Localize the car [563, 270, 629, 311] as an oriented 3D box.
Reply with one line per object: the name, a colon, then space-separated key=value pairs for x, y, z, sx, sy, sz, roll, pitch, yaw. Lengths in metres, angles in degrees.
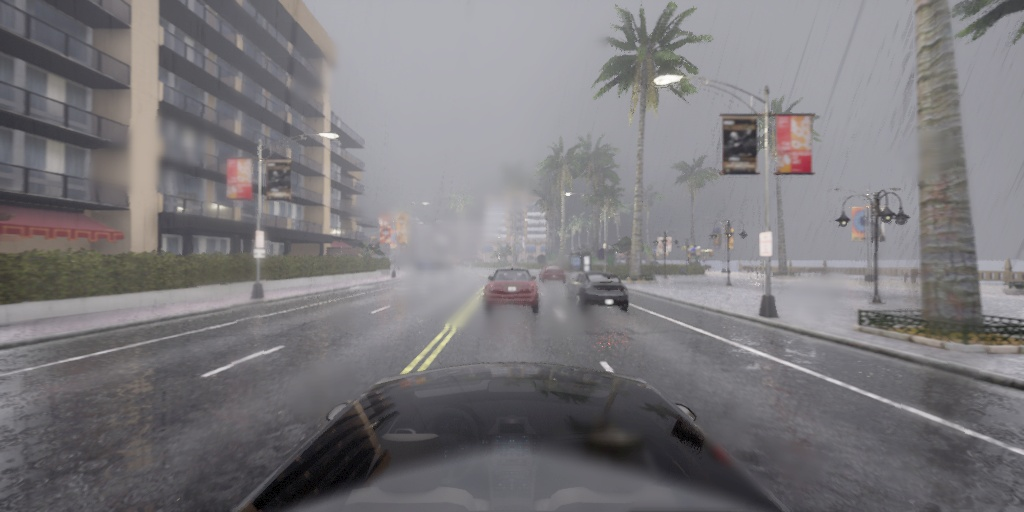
car: x=3.525 y=1.406 z=15.333 sx=1.837 sy=1.490 sz=4.892 roll=0 pitch=0 yaw=1

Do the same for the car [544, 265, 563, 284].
car: x=3.460 y=1.550 z=31.079 sx=1.882 sy=1.535 sz=5.008 roll=0 pitch=0 yaw=-1

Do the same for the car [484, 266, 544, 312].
car: x=0.026 y=1.250 z=15.256 sx=2.097 sy=1.767 sz=4.553 roll=0 pitch=-1 yaw=1

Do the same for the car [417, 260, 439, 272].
car: x=-14.718 y=1.626 z=61.079 sx=2.150 sy=2.045 sz=5.566 roll=0 pitch=-1 yaw=-27

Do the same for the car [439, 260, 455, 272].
car: x=-11.921 y=1.650 z=63.385 sx=2.150 sy=2.045 sz=5.566 roll=1 pitch=-1 yaw=-27
